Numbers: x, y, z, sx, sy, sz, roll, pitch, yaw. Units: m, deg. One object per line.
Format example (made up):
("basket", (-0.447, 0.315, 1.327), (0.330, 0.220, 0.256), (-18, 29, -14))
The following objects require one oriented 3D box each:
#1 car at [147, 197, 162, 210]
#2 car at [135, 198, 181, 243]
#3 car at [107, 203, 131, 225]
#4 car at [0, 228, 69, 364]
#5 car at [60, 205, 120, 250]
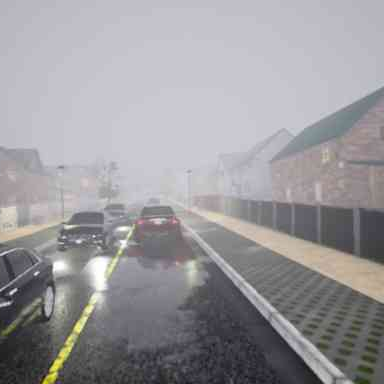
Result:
("car", (-5.298, 1.539, 46.706), (1.882, 1.535, 5.008), (-1, 0, -7))
("car", (-1.747, 1.372, 16.707), (2.097, 1.767, 4.553), (-1, 0, -7))
("car", (-5.687, 1.603, 24.977), (1.837, 1.490, 4.892), (-1, 1, -7))
("car", (-3.274, 1.578, 4.440), (1.837, 1.490, 4.892), (-1, 0, -7))
("car", (-4.487, 1.591, 14.705), (1.837, 1.490, 4.892), (-1, 0, -7))
